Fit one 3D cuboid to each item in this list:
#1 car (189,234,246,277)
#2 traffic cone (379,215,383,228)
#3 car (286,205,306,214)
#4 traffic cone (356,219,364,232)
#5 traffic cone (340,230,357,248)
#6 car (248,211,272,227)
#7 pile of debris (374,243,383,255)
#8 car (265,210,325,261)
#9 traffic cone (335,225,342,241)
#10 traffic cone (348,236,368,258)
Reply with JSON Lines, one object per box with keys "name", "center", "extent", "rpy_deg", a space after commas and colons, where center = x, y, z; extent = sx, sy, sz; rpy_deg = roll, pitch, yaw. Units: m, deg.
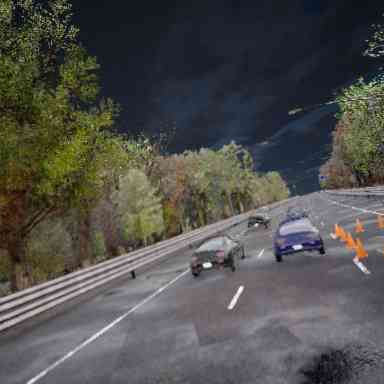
{"name": "car", "center": [1.191, 2.664, 14.866], "extent": [1.812, 1.442, 4.674], "rpy_deg": [-14, -5, 16]}
{"name": "traffic cone", "center": [9.064, 1.384, 15.973], "extent": [0.340, 0.580, 0.340], "rpy_deg": [-14, -5, 16]}
{"name": "car", "center": [10.091, 2.032, 32.048], "extent": [1.994, 1.385, 4.181], "rpy_deg": [-14, -5, 17]}
{"name": "traffic cone", "center": [8.134, 1.620, 16.255], "extent": [0.340, 0.580, 0.340], "rpy_deg": [-14, -5, 16]}
{"name": "traffic cone", "center": [6.033, 1.819, 12.713], "extent": [0.340, 0.580, 0.340], "rpy_deg": [-14, -5, 16]}
{"name": "car", "center": [6.535, 2.636, 32.106], "extent": [1.837, 1.490, 4.892], "rpy_deg": [1, 2, 17]}
{"name": "pile of debris", "center": [6.878, 1.653, 10.364], "extent": [1.860, 0.140, 1.500], "rpy_deg": [-14, -5, 16]}
{"name": "car", "center": [4.468, 1.858, 14.240], "extent": [1.812, 1.442, 4.674], "rpy_deg": [-14, -5, 17]}
{"name": "traffic cone", "center": [6.619, 1.838, 14.626], "extent": [0.340, 0.580, 0.340], "rpy_deg": [-14, -5, 16]}
{"name": "traffic cone", "center": [5.447, 1.800, 10.801], "extent": [0.340, 0.580, 0.340], "rpy_deg": [-14, -5, 16]}
